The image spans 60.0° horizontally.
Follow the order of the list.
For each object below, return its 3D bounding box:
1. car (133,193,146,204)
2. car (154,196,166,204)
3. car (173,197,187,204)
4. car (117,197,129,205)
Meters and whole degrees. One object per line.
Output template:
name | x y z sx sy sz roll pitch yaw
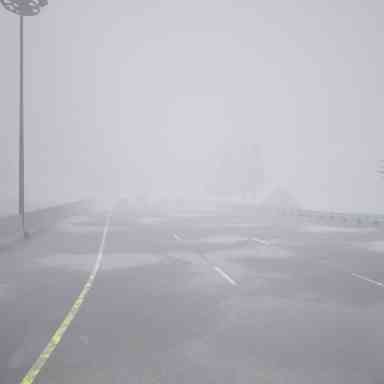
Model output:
car | -10.326 1.221 65.863 2.150 2.045 5.566 0 0 -13
car | -5.995 1.547 62.658 2.033 1.411 5.357 0 0 -12
car | -2.248 1.547 61.987 2.033 1.411 5.357 0 0 -12
car | -12.282 1.547 58.893 2.033 1.411 5.357 0 0 -15
